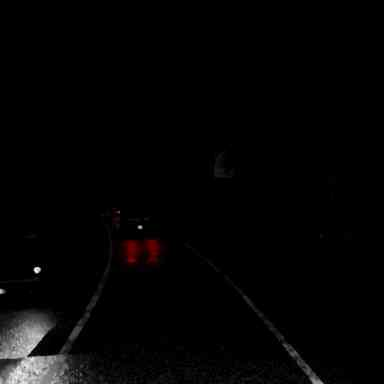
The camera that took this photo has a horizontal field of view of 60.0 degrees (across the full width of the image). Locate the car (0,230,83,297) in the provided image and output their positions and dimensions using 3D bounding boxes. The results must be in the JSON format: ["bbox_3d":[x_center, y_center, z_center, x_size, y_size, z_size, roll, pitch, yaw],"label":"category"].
[{"bbox_3d":[-4.288,1.761,8.973,1.895,1.301,4.718,-1,-1,-9],"label":"car"}]

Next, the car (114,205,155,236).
[{"bbox_3d":[-3.465,1.753,20.540,2.128,1.511,4.902,-2,-1,-15],"label":"car"}]

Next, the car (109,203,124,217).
[{"bbox_3d":[-8.753,2.058,39.538,1.837,1.490,4.892,-2,0,-14],"label":"car"}]
